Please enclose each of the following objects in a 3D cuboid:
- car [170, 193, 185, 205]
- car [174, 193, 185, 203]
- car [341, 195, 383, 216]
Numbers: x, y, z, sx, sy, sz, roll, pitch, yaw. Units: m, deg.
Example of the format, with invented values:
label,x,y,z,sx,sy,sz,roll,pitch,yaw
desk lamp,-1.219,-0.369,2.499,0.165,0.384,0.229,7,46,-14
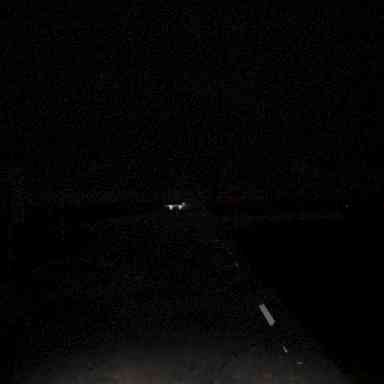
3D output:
label,x,y,z,sx,sy,sz,roll,pitch,yaw
car,-2.789,1.501,58.547,1.882,1.535,5.008,0,0,1
car,-2.742,1.285,74.008,2.150,2.045,5.566,0,0,0
car,13.866,0.957,24.359,5.357,1.411,2.033,-2,0,0
